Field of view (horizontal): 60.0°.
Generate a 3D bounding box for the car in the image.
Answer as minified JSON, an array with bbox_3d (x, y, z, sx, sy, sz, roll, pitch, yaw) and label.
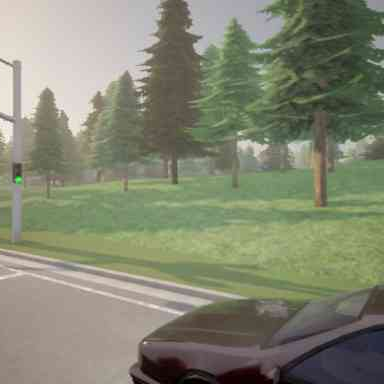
[{"bbox_3d":[1.962,1.547,2.590,5.357,1.411,2.033,0,0,36],"label":"car"}]
